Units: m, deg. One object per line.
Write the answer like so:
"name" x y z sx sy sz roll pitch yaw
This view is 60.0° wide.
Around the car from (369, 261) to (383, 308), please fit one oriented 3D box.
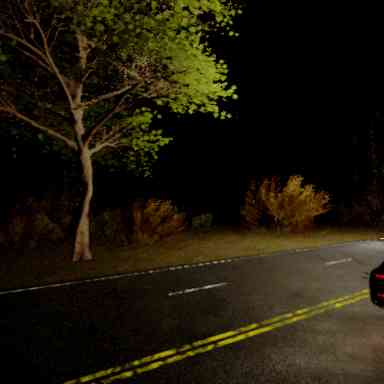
"car" 5.995 1.867 7.706 4.892 1.490 1.837 0 -3 -35
